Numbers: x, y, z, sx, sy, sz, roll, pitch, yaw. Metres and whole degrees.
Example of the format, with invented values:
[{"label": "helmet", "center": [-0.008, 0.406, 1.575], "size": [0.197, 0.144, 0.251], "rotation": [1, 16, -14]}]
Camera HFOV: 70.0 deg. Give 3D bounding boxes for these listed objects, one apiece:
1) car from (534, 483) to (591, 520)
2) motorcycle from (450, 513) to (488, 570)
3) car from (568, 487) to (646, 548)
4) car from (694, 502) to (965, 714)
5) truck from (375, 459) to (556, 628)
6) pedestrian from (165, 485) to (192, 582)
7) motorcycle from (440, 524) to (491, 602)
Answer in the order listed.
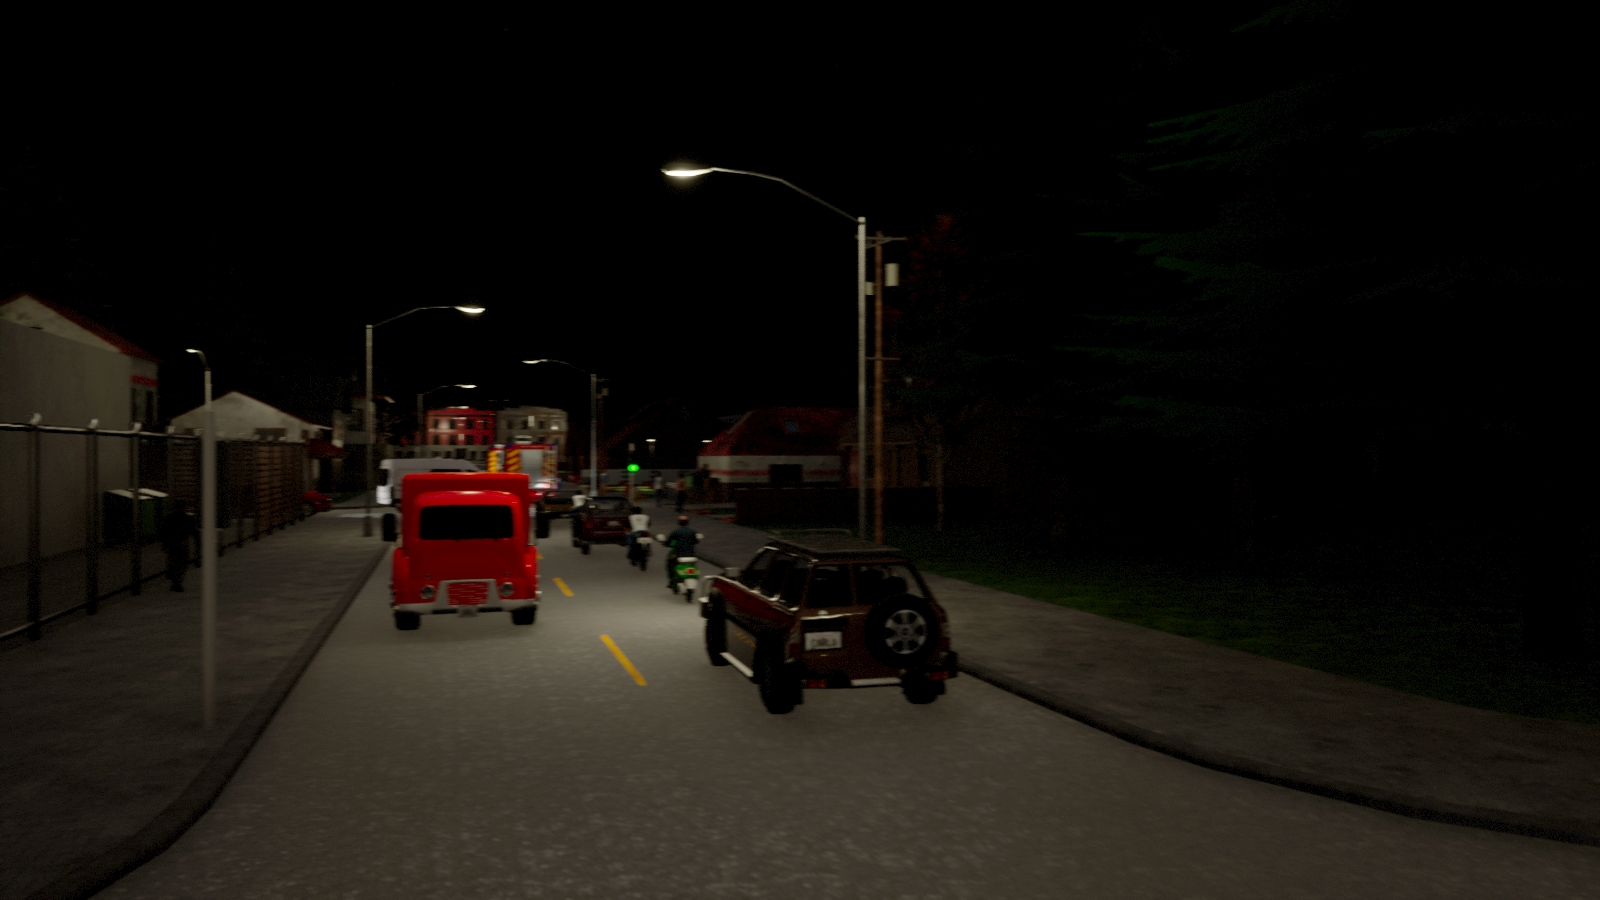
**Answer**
[{"label": "car", "center": [-9.852, 2.079, 47.081], "size": [1.895, 1.301, 4.718], "rotation": [0, 0, -17]}, {"label": "motorcycle", "center": [-7.638, 2.077, 26.294], "size": [0.803, 1.145, 2.033], "rotation": [0, 0, -17]}, {"label": "car", "center": [-5.652, 1.905, 33.163], "size": [1.789, 1.549, 3.705], "rotation": [0, 0, -17]}, {"label": "car", "center": [0.130, 1.685, 13.850], "size": [1.932, 1.855, 4.605], "rotation": [0, 0, -17]}, {"label": "truck", "center": [-5.791, 1.412, 19.832], "size": [2.627, 2.467, 5.204], "rotation": [0, 0, -17]}, {"label": "pedestrian", "center": [-12.009, 1.604, 22.082], "size": [0.375, 1.860, 0.375], "rotation": [0, 0, -17]}, {"label": "motorcycle", "center": [-6.090, 2.029, 20.799], "size": [0.856, 1.236, 1.805], "rotation": [0, 0, -17]}]
